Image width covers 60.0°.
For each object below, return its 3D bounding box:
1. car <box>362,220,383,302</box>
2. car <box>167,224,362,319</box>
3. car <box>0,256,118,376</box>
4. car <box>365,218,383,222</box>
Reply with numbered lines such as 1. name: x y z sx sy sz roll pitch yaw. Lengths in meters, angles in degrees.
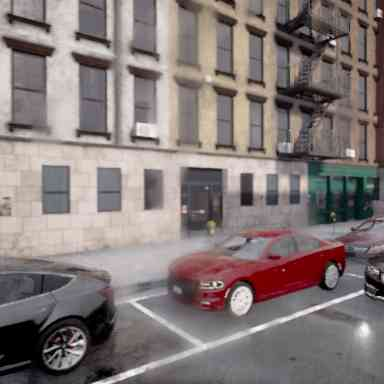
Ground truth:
1. car: 5.534 1.434 7.006 4.902 1.511 2.128 0 0 -35
2. car: 1.567 1.508 7.309 4.507 1.381 1.887 0 0 -36
3. car: -3.054 1.568 4.010 4.313 1.339 1.947 0 0 -36
4. car: 6.188 1.505 10.610 4.206 1.307 1.802 0 0 -36
